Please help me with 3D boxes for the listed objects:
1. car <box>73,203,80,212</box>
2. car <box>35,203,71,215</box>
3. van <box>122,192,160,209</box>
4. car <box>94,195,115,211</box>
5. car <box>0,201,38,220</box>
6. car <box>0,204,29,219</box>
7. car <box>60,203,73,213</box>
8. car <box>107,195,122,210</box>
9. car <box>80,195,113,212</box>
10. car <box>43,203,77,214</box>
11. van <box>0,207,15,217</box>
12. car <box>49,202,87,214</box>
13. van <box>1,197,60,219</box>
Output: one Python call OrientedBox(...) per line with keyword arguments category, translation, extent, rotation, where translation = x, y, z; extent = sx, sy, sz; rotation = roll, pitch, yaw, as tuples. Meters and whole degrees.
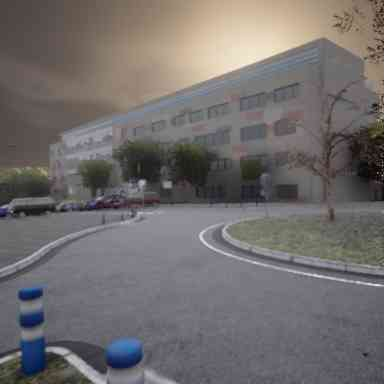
OrientedBox(category="car", translation=(-14.137, 1.995, 48.494), extent=(2.163, 1.488, 4.792), rotation=(-6, -2, 43))
OrientedBox(category="car", translation=(-24.232, 2.944, 58.105), extent=(1.946, 1.575, 5.366), rotation=(-6, -2, 43))
OrientedBox(category="van", translation=(-5.882, 1.012, 41.061), extent=(1.878, 1.987, 4.442), rotation=(-4, -1, 43))
OrientedBox(category="car", translation=(-10.069, 1.577, 44.775), extent=(2.097, 1.535, 5.008), rotation=(-6, -2, 42))
OrientedBox(category="car", translation=(-20.203, 2.068, 37.398), extent=(2.185, 1.767, 4.553), rotation=(-5, -2, 43))
OrientedBox(category="car", translation=(-22.479, 2.405, 39.211), extent=(1.946, 1.575, 5.366), rotation=(-6, -2, 43))
OrientedBox(category="car", translation=(-18.192, 2.389, 52.318), extent=(2.163, 1.488, 4.792), rotation=(-6, -2, 43))
OrientedBox(category="car", translation=(-7.969, 1.425, 42.880), extent=(2.163, 1.488, 4.792), rotation=(-5, -1, 43))
OrientedBox(category="car", translation=(-12.111, 1.517, 46.610), extent=(2.435, 2.045, 5.566), rotation=(-6, -2, 43))
OrientedBox(category="car", translation=(-22.288, 2.784, 56.099), extent=(2.163, 1.488, 4.792), rotation=(-6, -2, 43))
OrientedBox(category="van", translation=(-42.721, 4.505, 75.072), extent=(1.878, 1.987, 4.442), rotation=(-6, -2, 43))
OrientedBox(category="car", translation=(-20.137, 2.548, 54.324), extent=(1.946, 1.575, 5.366), rotation=(-6, -2, 43))
OrientedBox(category="van", translation=(-16.229, 1.607, 33.525), extent=(1.878, 1.987, 4.442), rotation=(-4, -1, 43))
